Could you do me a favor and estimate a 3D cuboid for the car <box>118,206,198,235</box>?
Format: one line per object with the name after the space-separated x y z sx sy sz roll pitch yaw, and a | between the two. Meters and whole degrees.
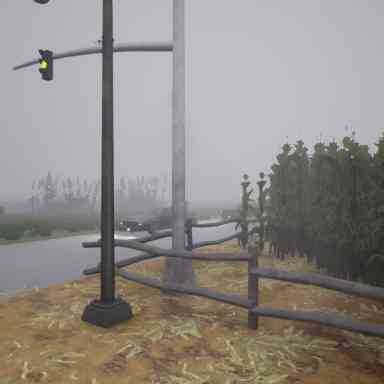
-1.747 1.547 19.355 2.033 1.411 5.357 0 0 35 | car

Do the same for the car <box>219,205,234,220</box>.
4.188 1.601 27.761 1.895 1.301 4.718 0 0 36 | car
